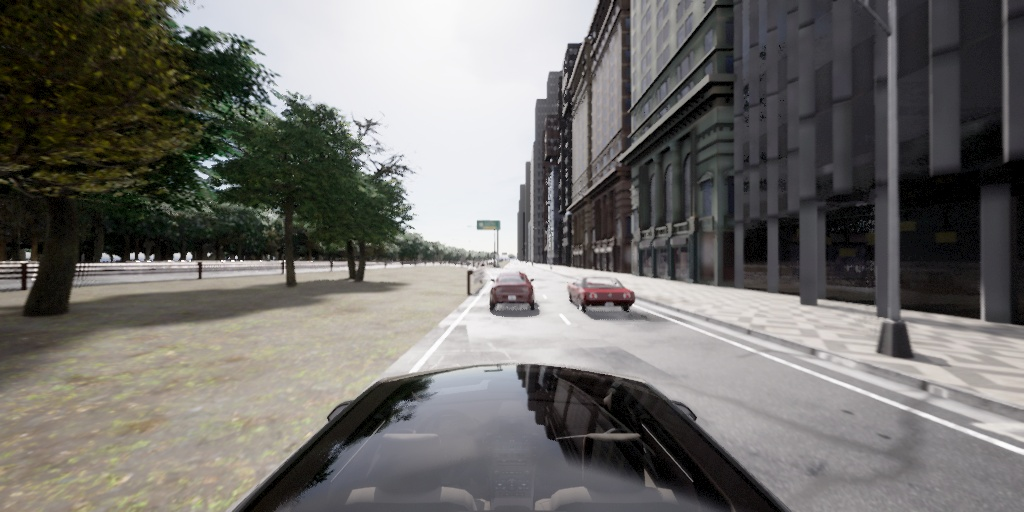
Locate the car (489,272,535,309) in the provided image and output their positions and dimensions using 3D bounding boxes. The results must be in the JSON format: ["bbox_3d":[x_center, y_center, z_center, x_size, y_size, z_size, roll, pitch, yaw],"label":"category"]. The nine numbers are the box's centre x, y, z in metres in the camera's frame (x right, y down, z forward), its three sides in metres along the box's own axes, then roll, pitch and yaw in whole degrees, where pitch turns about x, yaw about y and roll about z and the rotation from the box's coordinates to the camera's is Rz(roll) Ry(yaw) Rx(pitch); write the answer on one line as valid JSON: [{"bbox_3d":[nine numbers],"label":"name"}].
[{"bbox_3d":[0.023,1.419,15.742,1.812,1.442,4.674,0,0,0],"label":"car"}]

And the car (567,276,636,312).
[{"bbox_3d":[3.515,1.488,15.087,1.895,1.301,4.718,0,-1,0],"label":"car"}]
